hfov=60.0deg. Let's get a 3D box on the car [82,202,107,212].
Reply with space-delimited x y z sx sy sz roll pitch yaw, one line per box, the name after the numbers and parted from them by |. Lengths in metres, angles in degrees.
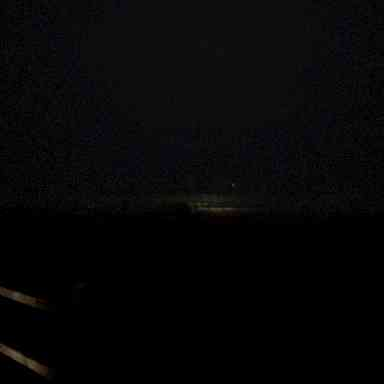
-17.848 2.689 61.155 2.097 1.767 4.553 0 -1 36 | car
